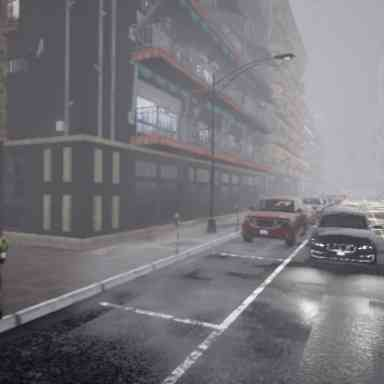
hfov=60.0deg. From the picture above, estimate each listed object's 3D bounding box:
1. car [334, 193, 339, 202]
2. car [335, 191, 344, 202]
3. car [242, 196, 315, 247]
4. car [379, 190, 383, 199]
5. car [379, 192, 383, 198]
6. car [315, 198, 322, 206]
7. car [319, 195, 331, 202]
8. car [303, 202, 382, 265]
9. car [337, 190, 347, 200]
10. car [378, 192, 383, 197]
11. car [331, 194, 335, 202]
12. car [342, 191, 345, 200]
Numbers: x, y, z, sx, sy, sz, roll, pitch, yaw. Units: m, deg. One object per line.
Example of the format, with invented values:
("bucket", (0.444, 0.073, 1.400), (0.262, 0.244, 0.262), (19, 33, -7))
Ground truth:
("car", (13.894, 1.142, 34.698), (1.947, 1.339, 4.313), (2, 1, 27))
("car", (18.958, 1.001, 44.803), (1.887, 1.381, 4.507), (2, 1, 27))
("car", (3.773, 1.127, 14.484), (2.192, 1.841, 5.009), (2, 1, 27))
("car", (39.108, 0.675, 66.307), (1.967, 1.590, 4.097), (2, 1, 27))
("car", (44.169, 0.676, 76.415), (1.947, 1.339, 4.313), (2, 1, 27))
("car", (6.224, 1.281, 19.388), (1.752, 1.417, 4.829), (2, 1, 27))
("car", (8.833, 1.135, 24.590), (1.967, 1.590, 4.097), (2, 1, 27))
("car", (5.190, 1.362, 11.357), (1.837, 1.490, 4.892), (1, 2, 26))
("car", (29.088, 0.526, 65.007), (2.192, 1.841, 5.009), (2, 1, 27))
("car", (46.701, 0.613, 81.467), (1.947, 1.339, 4.313), (2, 1, 27))
("car", (11.363, 1.180, 29.646), (1.887, 1.381, 4.507), (2, 1, 27))
("car", (21.413, 0.923, 49.702), (1.752, 1.417, 4.829), (2, 1, 27))
